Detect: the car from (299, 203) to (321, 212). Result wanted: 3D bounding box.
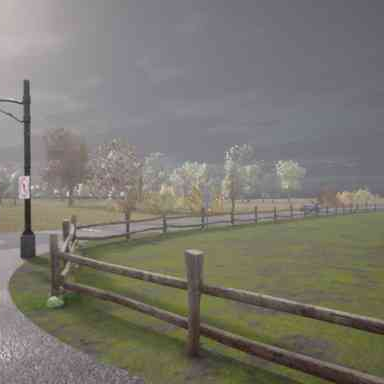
[{"bbox_3d":[18.929,2.446,52.965,2.033,1.411,5.357,-1,-2,40],"label":"car"}]
